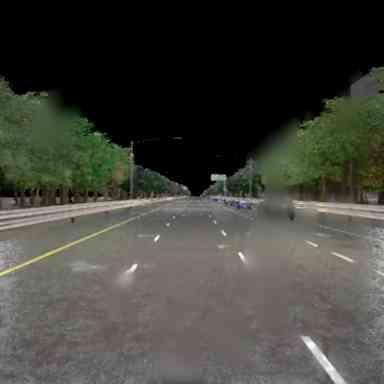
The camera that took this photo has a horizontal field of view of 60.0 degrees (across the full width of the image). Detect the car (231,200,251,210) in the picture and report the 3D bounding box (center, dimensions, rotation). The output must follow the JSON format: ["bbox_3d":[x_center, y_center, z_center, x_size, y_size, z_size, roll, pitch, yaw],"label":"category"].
[{"bbox_3d":[7.128,1.820,47.059,1.812,1.442,4.674,0,-1,0],"label":"car"}]

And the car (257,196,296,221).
[{"bbox_3d":[7.047,1.333,28.133,2.150,2.045,5.566,0,0,0],"label":"car"}]

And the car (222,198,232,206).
[{"bbox_3d":[7.250,2.024,66.414,1.812,1.442,4.674,0,-1,0],"label":"car"}]
